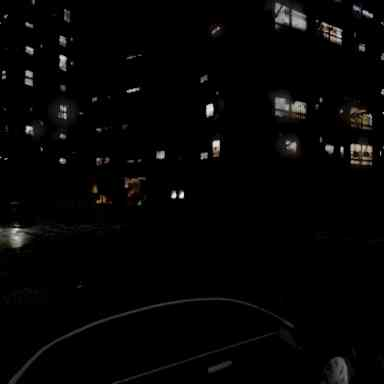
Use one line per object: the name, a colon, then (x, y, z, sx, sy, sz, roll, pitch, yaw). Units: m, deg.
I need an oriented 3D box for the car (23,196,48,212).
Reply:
car: (-14.585, 0.989, 29.559, 4.403, 1.369, 2.008, 1, 0, 35)

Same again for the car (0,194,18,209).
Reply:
car: (-19.131, 0.910, 32.700, 4.206, 1.307, 1.802, 1, 0, 35)

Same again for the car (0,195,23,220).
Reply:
car: (-13.460, 1.028, 21.726, 5.008, 1.535, 1.882, 1, 1, 34)

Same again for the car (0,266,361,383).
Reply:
car: (-0.328, 1.504, 3.143, 4.892, 1.490, 1.837, -1, 0, -35)
